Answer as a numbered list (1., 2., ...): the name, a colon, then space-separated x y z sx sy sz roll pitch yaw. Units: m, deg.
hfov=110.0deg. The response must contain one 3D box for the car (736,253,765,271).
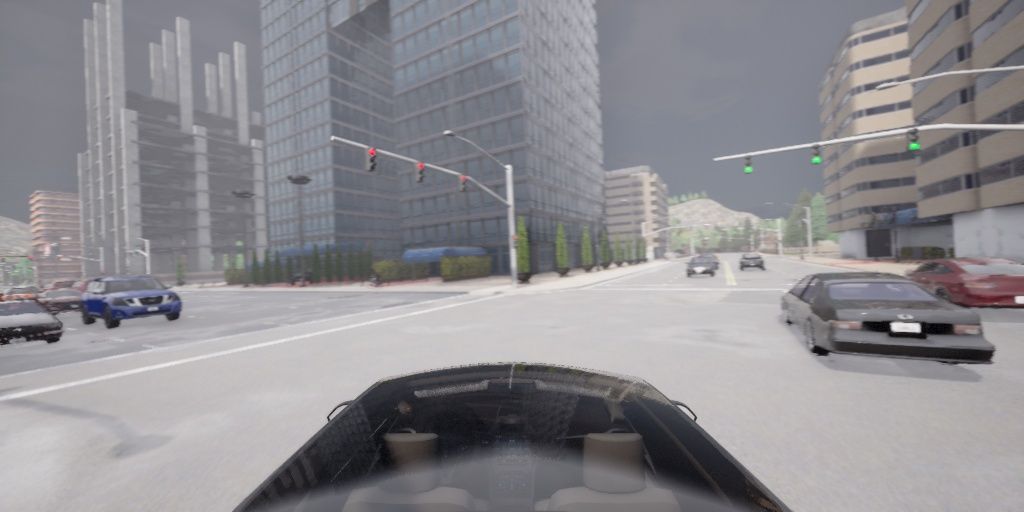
1. car: 21.866 0.504 32.855 2.128 1.511 4.902 -3 -1 30

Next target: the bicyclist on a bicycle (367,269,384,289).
1. bicyclist on a bicycle: -11.176 1.870 29.336 0.582 1.620 1.656 -3 0 30

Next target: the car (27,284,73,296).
1. car: -27.584 2.763 22.065 5.008 1.535 1.882 -3 -1 30

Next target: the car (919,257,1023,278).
1. car: 12.430 0.759 9.850 1.812 1.442 4.674 -3 -1 30

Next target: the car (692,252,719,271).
1. car: 19.831 0.501 36.631 2.097 1.767 4.553 -3 -1 31

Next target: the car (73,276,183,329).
1. car: -17.075 1.940 16.025 5.566 2.045 2.150 -3 -1 30

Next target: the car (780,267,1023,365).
1. car: 6.868 1.023 7.273 2.033 1.411 5.357 -3 -1 30

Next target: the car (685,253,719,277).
1. car: 14.724 0.798 27.937 2.128 1.511 4.902 -3 -1 31

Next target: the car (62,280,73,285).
1. car: -37.350 3.077 31.863 5.566 2.045 2.150 -3 -1 30

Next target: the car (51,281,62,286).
1. car: -46.531 3.573 37.078 5.566 2.045 2.150 -3 -1 30

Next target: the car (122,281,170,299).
1. car: -35.700 3.300 34.956 4.902 1.511 2.128 -3 -1 30

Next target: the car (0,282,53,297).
1. car: -39.500 3.281 28.958 4.553 1.767 2.097 -3 -1 30

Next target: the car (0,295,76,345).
1. car: -16.732 2.206 11.797 5.357 1.411 2.033 -3 -1 30
